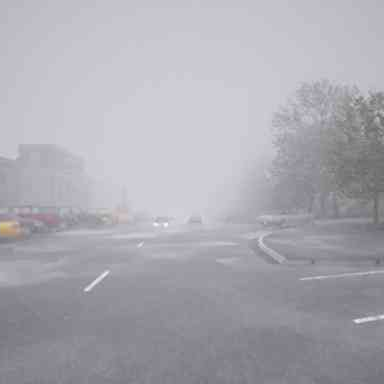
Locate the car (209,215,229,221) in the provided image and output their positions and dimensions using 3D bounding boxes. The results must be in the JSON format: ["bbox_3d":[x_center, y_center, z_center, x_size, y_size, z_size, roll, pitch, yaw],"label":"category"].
[{"bbox_3d":[7.285,7.037,89.693,4.792,1.488,2.163,2,-5,-19],"label":"car"}]

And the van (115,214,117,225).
[{"bbox_3d":[-11.110,2.789,37.305,4.442,1.987,1.878,1,-5,-19],"label":"van"}]

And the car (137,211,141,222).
[{"bbox_3d":[-11.004,4.121,51.872,4.792,1.488,2.163,1,-5,-19],"label":"car"}]

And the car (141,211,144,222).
[{"bbox_3d":[-10.992,4.310,54.793,4.892,1.521,2.231,1,-4,-19],"label":"car"}]

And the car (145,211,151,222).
[{"bbox_3d":[-10.955,4.496,60.650,5.566,2.045,2.435,1,-4,-19],"label":"car"}]

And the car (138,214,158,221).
[{"bbox_3d":[-10.698,6.199,81.119,4.553,1.767,2.185,1,-5,-19],"label":"car"}]

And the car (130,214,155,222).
[{"bbox_3d":[-10.771,5.640,72.341,5.008,1.535,2.097,1,-4,-19],"label":"car"}]

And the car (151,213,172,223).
[{"bbox_3d":[-4.697,4.190,51.606,1.895,1.301,4.718,0,-4,1],"label":"car"}]

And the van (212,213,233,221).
[{"bbox_3d":[7.219,5.863,78.004,4.442,1.987,1.878,2,-5,-19],"label":"van"}]

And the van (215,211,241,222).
[{"bbox_3d":[6.818,4.723,63.239,4.442,1.987,1.878,2,-4,-19],"label":"van"}]

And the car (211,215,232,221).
[{"bbox_3d":[7.174,6.343,80.886,4.792,1.488,2.163,2,-5,-19],"label":"car"}]

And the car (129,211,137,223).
[{"bbox_3d":[-11.249,3.869,48.881,5.366,1.575,1.946,1,-4,-19],"label":"car"}]

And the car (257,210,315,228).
[{"bbox_3d":[7.528,2.074,26.390,4.718,1.301,1.895,0,-3,-29],"label":"car"}]

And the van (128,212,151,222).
[{"bbox_3d":[-10.925,5.189,69.392,4.442,1.987,1.878,1,-4,-19],"label":"van"}]

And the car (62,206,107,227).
[{"bbox_3d":[-11.252,2.333,31.417,5.566,2.045,2.435,1,-4,-20],"label":"car"}]

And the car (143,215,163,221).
[{"bbox_3d":[-10.564,7.017,89.893,4.892,1.521,2.231,1,-5,-19],"label":"car"}]

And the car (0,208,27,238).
[{"bbox_3d":[-11.549,1.781,16.706,5.366,1.575,1.946,0,-2,-20],"label":"car"}]

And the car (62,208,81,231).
[{"bbox_3d":[-11.313,2.203,25.534,4.892,1.521,2.231,0,-3,-20],"label":"car"}]

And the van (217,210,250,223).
[{"bbox_3d":[6.667,3.843,51.497,4.442,1.987,1.878,2,-4,-19],"label":"van"}]

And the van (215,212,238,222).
[{"bbox_3d":[7.110,5.180,69.195,4.442,1.987,1.878,2,-5,-19],"label":"van"}]

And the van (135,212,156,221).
[{"bbox_3d":[-10.635,5.644,75.327,4.442,1.987,1.878,1,-5,-19],"label":"van"}]

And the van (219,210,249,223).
[{"bbox_3d":[6.922,4.070,54.518,4.442,1.987,1.878,2,-5,-19],"label":"van"}]

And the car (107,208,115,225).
[{"bbox_3d":[-11.072,2.796,34.380,5.366,1.575,1.946,1,-5,-19],"label":"car"}]

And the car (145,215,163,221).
[{"bbox_3d":[-10.519,7.287,92.811,4.674,1.452,2.002,1,-5,-19],"label":"car"}]

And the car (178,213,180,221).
[{"bbox_3d":[-4.227,6.187,82.806,2.150,2.045,5.566,0,-4,1],"label":"car"}]

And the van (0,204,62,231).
[{"bbox_3d":[-11.454,1.817,22.587,4.442,1.987,1.878,0,-2,-20],"label":"van"}]

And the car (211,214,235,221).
[{"bbox_3d":[7.064,5.854,75.008,4.892,1.521,2.231,2,-5,-19],"label":"car"}]

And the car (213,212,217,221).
[{"bbox_3d":[6.888,4.770,60.325,4.674,1.452,2.002,2,-4,-19],"label":"car"}]

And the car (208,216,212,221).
[{"bbox_3d":[6.860,5.616,72.009,5.366,1.575,1.946,2,-4,-19],"label":"car"}]

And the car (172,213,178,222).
[{"bbox_3d":[-4.429,5.331,67.360,1.994,1.385,4.181,0,-4,1],"label":"car"}]

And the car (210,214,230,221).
[{"bbox_3d":[7.158,6.416,83.812,4.553,1.767,2.185,2,-5,-19],"label":"car"}]

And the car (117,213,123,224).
[{"bbox_3d":[-11.210,3.257,40.156,4.792,1.488,2.163,1,-4,-19],"label":"car"}]

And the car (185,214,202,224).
[{"bbox_3d":[0.417,3.793,46.940,2.033,1.411,5.357,0,-4,1],"label":"car"}]

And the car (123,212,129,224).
[{"bbox_3d":[-11.324,3.438,43.036,5.366,1.575,1.946,1,-4,-19],"label":"car"}]

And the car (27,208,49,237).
[{"bbox_3d":[-11.368,1.905,19.696,4.892,1.521,2.231,0,-3,-20],"label":"car"}]

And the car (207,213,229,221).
[{"bbox_3d":[7.274,6.985,92.624,5.566,2.045,2.435,2,-4,-19],"label":"car"}]
